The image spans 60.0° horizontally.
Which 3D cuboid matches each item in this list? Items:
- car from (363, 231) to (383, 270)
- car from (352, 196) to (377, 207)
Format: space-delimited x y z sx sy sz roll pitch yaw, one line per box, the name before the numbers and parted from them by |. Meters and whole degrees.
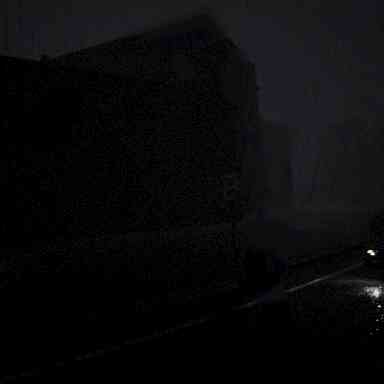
car | 6.811 1.368 9.648 5.357 1.411 2.033 -1 0 -44
car | 24.990 1.287 48.373 2.128 1.511 4.902 -5 -2 5
